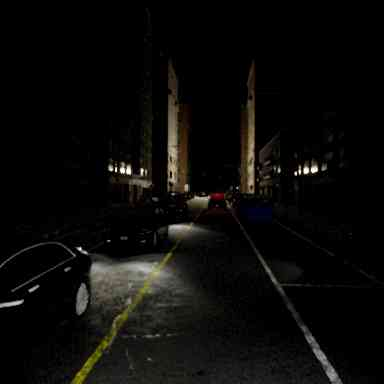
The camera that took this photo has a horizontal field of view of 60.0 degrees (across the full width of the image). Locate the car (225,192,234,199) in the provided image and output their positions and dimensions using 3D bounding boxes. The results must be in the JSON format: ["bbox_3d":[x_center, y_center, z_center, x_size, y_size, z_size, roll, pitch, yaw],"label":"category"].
[{"bbox_3d":[8.137,0.697,72.533,1.752,1.417,4.829,1,1,4],"label":"car"}]

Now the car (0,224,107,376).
[{"bbox_3d":[-2.890,1.443,4.387,1.837,1.490,4.892,0,0,4],"label":"car"}]

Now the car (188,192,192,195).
[{"bbox_3d":[-1.680,0.886,56.051,2.008,1.369,4.403,1,1,4],"label":"car"}]

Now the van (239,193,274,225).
[{"bbox_3d":[4.216,1.097,21.454,1.690,1.788,3.998,1,1,4],"label":"van"}]

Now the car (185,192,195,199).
[{"bbox_3d":[-0.377,0.686,73.019,1.887,1.381,4.507,1,1,4],"label":"car"}]

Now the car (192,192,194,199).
[{"bbox_3d":[-1.246,0.837,61.708,1.947,1.339,4.313,1,1,4],"label":"car"}]

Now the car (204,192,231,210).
[{"bbox_3d":[2.648,1.089,34.692,2.128,1.511,4.902,0,1,4],"label":"car"}]

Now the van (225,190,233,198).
[{"bbox_3d":[8.561,0.450,78.017,1.690,1.788,3.998,1,1,4],"label":"van"}]

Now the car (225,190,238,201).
[{"bbox_3d":[7.257,0.619,61.048,2.192,1.841,5.009,1,1,4],"label":"car"}]

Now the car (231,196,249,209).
[{"bbox_3d":[5.516,1.143,38.425,1.802,1.307,4.206,1,1,4],"label":"car"}]

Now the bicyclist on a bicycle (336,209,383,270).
[{"bbox_3d":[4.705,1.267,9.108,1.656,1.620,0.582,-9,0,4],"label":"bicyclist on a bicycle"}]

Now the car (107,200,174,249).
[{"bbox_3d":[-2.152,1.303,13.994,1.882,1.535,5.008,0,1,5],"label":"car"}]

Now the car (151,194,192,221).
[{"bbox_3d":[-1.369,1.187,24.037,1.882,1.535,5.008,0,1,5],"label":"car"}]

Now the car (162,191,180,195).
[{"bbox_3d":[-2.982,0.968,39.083,1.967,1.590,4.097,1,1,4],"label":"car"}]

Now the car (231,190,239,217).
[{"bbox_3d":[4.651,1.006,27.110,2.192,1.841,5.009,1,1,4],"label":"car"}]

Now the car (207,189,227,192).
[{"bbox_3d":[3.875,0.632,50.666,2.150,2.045,5.566,0,0,4],"label":"car"}]

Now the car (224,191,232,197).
[{"bbox_3d":[9.006,0.567,83.846,1.752,1.417,4.829,1,1,4],"label":"car"}]

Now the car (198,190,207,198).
[{"bbox_3d":[2.518,0.695,73.487,1.994,1.385,4.181,0,1,4],"label":"car"}]

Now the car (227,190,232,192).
[{"bbox_3d":[6.833,0.892,55.564,1.752,1.417,4.829,1,1,4],"label":"car"}]

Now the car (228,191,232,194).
[{"bbox_3d":[6.385,0.999,49.738,1.947,1.339,4.313,1,1,4],"label":"car"}]
